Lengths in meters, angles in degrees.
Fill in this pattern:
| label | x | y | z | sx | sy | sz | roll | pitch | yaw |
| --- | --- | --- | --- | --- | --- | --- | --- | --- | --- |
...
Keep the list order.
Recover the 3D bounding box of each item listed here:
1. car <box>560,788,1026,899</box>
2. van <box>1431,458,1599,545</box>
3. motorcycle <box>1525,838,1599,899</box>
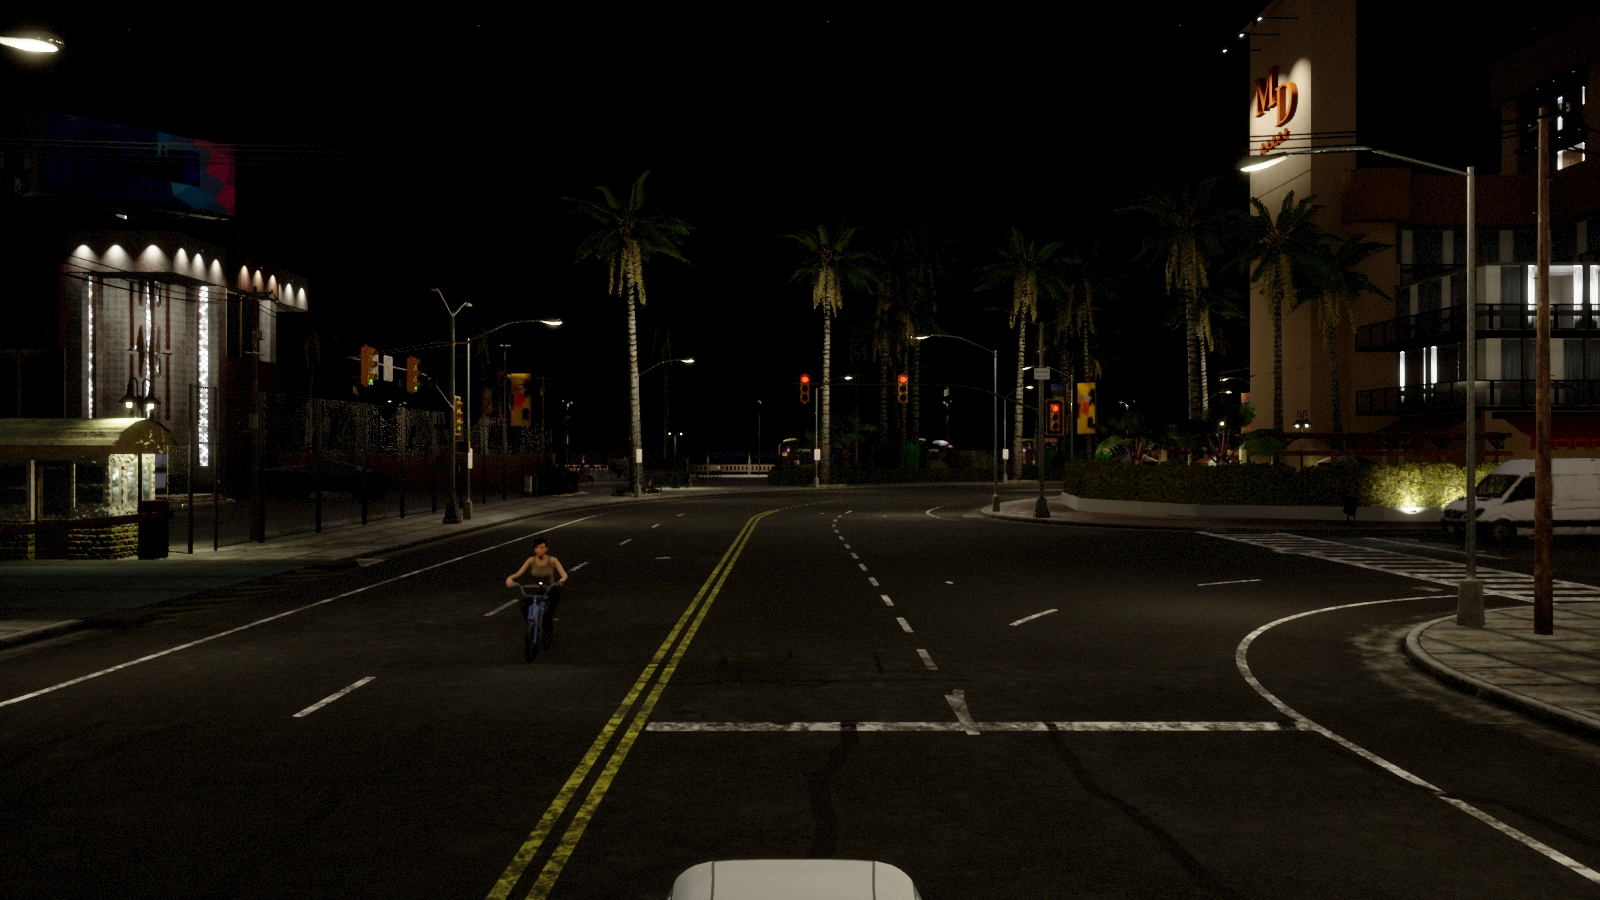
| label | x | y | z | sx | sy | sz | roll | pitch | yaw |
| --- | --- | --- | --- | --- | --- | --- | --- | --- | --- |
| car | -0.022 | 2.120 | 3.707 | 1.481 | 1.376 | 2.207 | 0 | 0 | 0 |
| van | 22.742 | 1.534 | 34.836 | 5.915 | 2.561 | 1.988 | 0 | 0 | 0 |
| motorcycle | 3.471 | 2.213 | 3.817 | 0.803 | 1.145 | 2.033 | 0 | 0 | 0 |
